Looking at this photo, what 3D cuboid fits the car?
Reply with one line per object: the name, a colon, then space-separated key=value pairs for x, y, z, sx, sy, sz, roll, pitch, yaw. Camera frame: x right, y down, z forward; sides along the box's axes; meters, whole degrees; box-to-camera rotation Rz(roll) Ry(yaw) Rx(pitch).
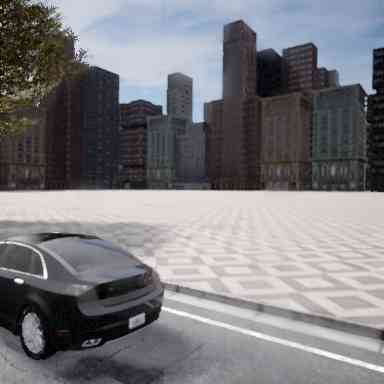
car: x=-2.709 y=1.488 z=5.960 sx=4.892 sy=1.490 sz=1.837 roll=1 pitch=0 yaw=36
